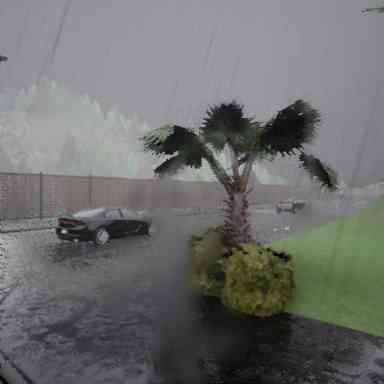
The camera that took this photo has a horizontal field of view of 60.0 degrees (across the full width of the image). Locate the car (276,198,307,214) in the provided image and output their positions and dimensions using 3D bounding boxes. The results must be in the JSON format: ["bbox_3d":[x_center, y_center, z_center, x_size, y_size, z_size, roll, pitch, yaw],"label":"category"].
[{"bbox_3d":[10.001,1.375,33.278,2.128,1.511,4.902,1,0,35],"label":"car"}]

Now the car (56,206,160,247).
[{"bbox_3d":[-3.449,1.358,14.687,1.882,1.535,5.008,0,0,35],"label":"car"}]
